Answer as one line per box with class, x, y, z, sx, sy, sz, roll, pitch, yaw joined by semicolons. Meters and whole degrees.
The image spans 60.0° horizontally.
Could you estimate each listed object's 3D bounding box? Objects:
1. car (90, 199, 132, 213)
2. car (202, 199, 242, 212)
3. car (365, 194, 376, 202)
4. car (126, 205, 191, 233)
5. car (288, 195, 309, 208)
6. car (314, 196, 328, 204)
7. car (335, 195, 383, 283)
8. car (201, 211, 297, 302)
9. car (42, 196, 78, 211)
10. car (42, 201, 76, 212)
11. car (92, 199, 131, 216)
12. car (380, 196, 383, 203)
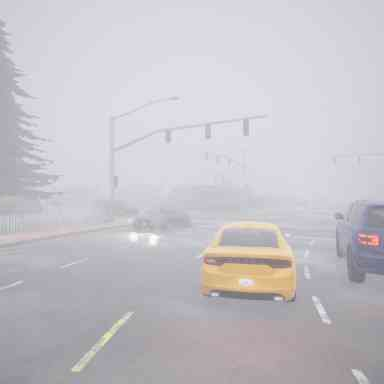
car;-9.322;1.560;38.132;4.892;1.490;1.837;0;0;32
car;3.496;1.573;38.865;4.674;1.442;1.812;0;1;10
car;42.809;1.355;79.739;2.097;1.767;4.553;0;0;31
car;-1.725;1.561;19.950;1.994;1.385;4.181;0;0;27
car;16.069;1.547;49.631;2.033;1.411;5.357;0;0;32
car;24.806;1.525;63.743;1.812;1.442;4.674;0;0;32
car;5.453;1.221;9.459;2.150;2.045;5.566;0;0;19
car;1.490;1.478;8.426;1.882;1.535;5.008;0;0;12
car;-17.048;1.407;42.941;4.553;1.767;2.097;0;0;32
car;-15.106;1.581;37.607;4.674;1.442;1.812;0;0;32
car;-7.255;1.560;32.715;4.892;1.490;1.837;0;0;34
car;40.485;1.540;69.234;2.033;1.411;5.357;0;0;31
